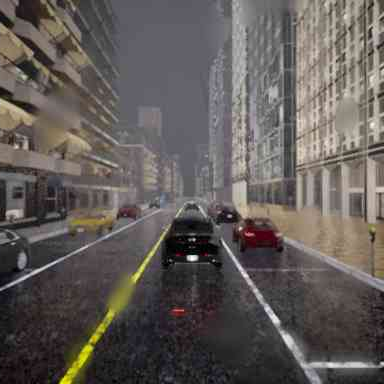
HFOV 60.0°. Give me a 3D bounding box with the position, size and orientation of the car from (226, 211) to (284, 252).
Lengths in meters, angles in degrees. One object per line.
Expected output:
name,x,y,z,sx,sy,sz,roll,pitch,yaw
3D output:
car,2.659,1.683,14.025,1.802,1.307,4.206,0,0,0

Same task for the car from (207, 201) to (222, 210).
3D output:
car,2.619,1.810,30.971,1.802,1.307,4.206,0,0,0

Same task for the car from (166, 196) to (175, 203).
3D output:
car,-5.910,2.031,93.085,2.192,1.841,5.009,0,0,0

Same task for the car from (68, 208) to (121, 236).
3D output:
car,-5.734,1.667,19.484,1.752,1.417,4.829,0,0,0

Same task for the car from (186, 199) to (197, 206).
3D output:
car,-0.052,2.054,65.150,1.994,1.385,4.181,0,-1,0

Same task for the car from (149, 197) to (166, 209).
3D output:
car,-5.816,1.967,53.544,1.947,1.339,4.313,0,0,0

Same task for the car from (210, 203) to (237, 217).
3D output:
car,2.633,1.751,25.322,1.947,1.339,4.313,0,0,0

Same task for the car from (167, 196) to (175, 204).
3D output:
car,-5.883,2.204,81.786,1.802,1.307,4.206,0,0,0

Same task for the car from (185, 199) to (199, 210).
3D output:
car,-0.008,1.900,47.222,2.033,1.411,5.357,0,0,0

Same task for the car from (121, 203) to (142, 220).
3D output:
car,-5.761,1.773,30.951,1.887,1.381,4.507,0,0,0

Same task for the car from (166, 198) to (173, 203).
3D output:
car,-5.896,2.251,87.434,1.802,1.307,4.206,0,0,0

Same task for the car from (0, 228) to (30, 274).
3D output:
car,-5.707,1.611,8.357,2.008,1.369,4.403,0,0,0

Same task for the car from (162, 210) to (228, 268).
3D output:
car,-0.003,1.588,11.579,1.837,1.490,4.892,0,-1,0
